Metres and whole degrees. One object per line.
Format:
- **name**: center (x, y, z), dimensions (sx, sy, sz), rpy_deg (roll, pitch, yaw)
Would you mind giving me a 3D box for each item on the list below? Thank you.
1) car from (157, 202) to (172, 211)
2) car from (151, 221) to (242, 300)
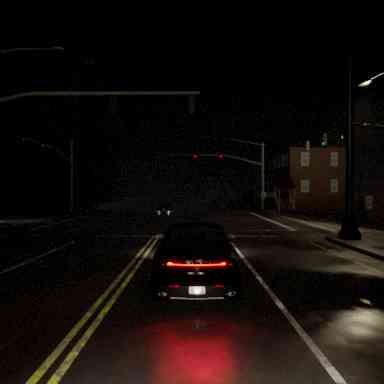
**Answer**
- **car**: center (-3.673, 2.042, 45.643), dimensions (2.033, 1.411, 5.357), rpy_deg (0, -4, 0)
- **car**: center (0.086, 1.502, 8.346), dimensions (1.837, 1.490, 4.892), rpy_deg (0, 0, 0)
